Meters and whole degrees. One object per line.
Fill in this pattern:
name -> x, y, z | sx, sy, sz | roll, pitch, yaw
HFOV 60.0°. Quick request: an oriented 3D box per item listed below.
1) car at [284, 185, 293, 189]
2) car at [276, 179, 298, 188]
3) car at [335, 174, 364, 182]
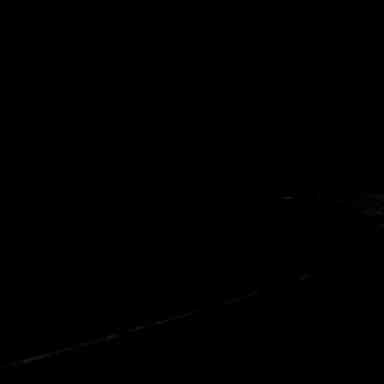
car -> 11.317, -0.491, 43.616 | 2.097, 1.767, 4.553 | -4, 3, -2
car -> 17.520, -1.571, 60.971 | 4.181, 1.385, 1.994 | -7, 4, -44
car -> 31.717, -2.910, 67.063 | 5.357, 1.411, 2.033 | -4, 3, -5
